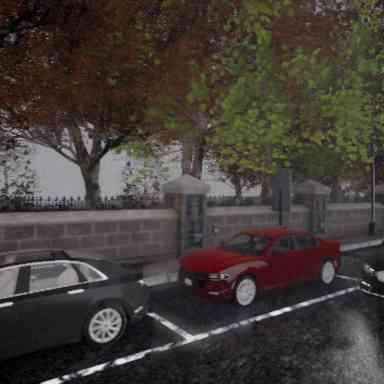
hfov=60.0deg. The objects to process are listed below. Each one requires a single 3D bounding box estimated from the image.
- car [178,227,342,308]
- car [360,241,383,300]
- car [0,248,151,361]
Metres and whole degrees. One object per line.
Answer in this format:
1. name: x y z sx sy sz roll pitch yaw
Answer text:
1. car: 1.758 1.564 7.969 4.507 1.381 1.887 0 0 -36
2. car: 5.665 1.521 7.419 4.902 1.511 2.128 0 0 -36
3. car: -2.722 1.552 4.710 4.403 1.369 2.008 0 0 -36
